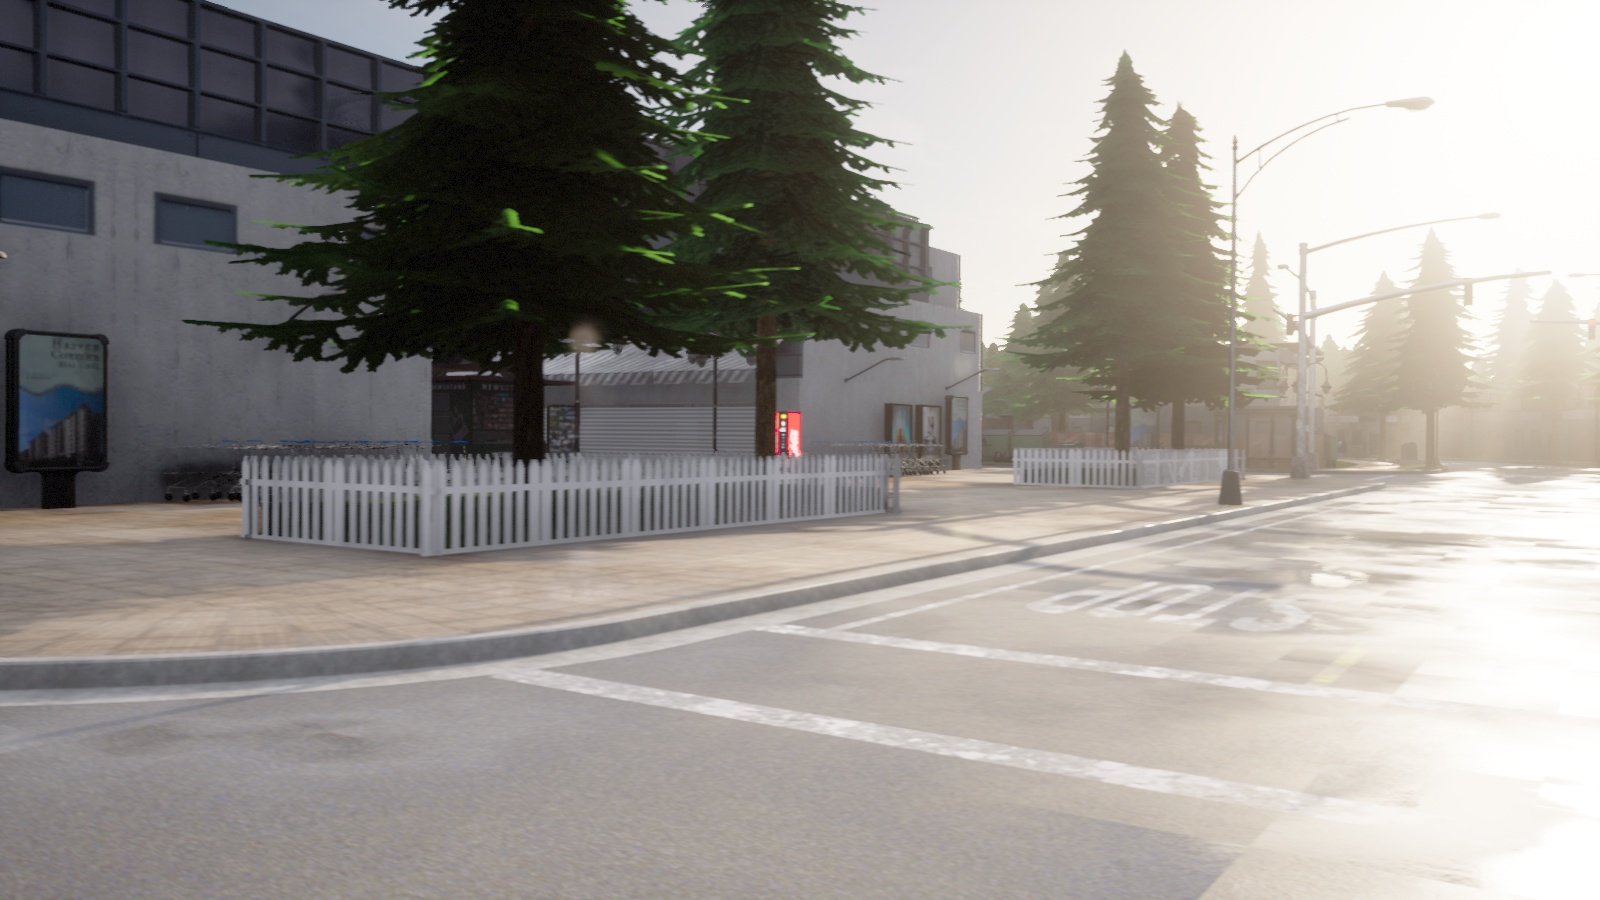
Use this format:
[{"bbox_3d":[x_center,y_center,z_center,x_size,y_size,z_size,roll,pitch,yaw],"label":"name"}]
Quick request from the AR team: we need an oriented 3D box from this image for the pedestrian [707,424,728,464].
[{"bbox_3d":[-3.891,-0.287,59.433,0.849,1.883,0.563,0,1,12],"label":"pedestrian"}]
